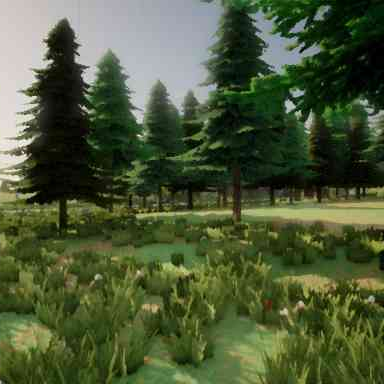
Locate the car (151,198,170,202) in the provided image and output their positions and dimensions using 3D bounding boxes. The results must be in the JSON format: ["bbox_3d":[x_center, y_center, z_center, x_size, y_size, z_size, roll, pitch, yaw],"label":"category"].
[{"bbox_3d":[-5.779,1.738,61.856,1.994,1.385,4.181,0,0,35],"label":"car"}]
